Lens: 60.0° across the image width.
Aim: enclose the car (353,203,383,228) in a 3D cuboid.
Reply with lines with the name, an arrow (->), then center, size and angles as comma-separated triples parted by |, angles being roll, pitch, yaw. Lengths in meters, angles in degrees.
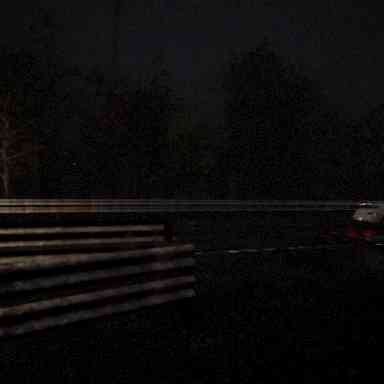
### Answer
car -> 12.311, 1.436, 20.899 | 4.674, 1.442, 1.812 | 1, 0, -21
